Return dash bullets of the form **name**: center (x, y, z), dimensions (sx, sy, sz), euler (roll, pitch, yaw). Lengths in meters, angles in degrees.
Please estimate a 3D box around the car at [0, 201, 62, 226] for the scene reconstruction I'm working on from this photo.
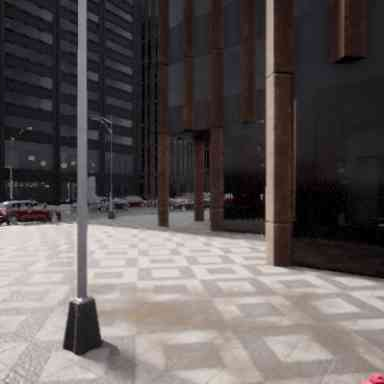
- **car**: center (-10.616, 1.283, 21.741), dimensions (1.967, 1.590, 4.097), euler (0, 0, 36)

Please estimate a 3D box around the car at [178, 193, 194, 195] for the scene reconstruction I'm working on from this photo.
- **car**: center (-1.124, 1.080, 49.456), dimensions (2.192, 1.841, 5.009), euler (0, 0, 36)

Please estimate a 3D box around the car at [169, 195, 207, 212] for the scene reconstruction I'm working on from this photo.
- **car**: center (-0.768, 1.354, 35.385), dimensions (2.008, 1.369, 4.403), euler (0, 0, 36)

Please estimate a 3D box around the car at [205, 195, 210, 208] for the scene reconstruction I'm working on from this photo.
- **car**: center (2.515, 1.357, 39.933), dimensions (1.947, 1.339, 4.313), euler (0, 0, 36)

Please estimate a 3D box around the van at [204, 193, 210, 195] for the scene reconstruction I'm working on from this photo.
- **van**: center (2.159, 1.095, 54.003), dimensions (1.690, 1.788, 3.998), euler (0, 0, 36)

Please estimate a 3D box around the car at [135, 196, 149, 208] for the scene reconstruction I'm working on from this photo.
- **car**: center (-7.691, 1.230, 40.360), dimensions (1.967, 1.590, 4.097), euler (0, 0, 36)

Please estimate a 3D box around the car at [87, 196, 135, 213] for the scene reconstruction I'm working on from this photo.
- **car**: center (-8.567, 1.332, 34.595), dimensions (1.812, 1.442, 4.674), euler (0, 0, 36)

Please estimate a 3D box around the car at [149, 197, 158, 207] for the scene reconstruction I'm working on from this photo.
- **car**: center (-4.408, 1.328, 44.909), dimensions (2.008, 1.369, 4.403), euler (0, 0, 36)

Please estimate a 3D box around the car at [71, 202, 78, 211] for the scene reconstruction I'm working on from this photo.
- **car**: center (-10.974, 1.243, 35.812), dimensions (1.967, 1.590, 4.097), euler (0, 0, 36)
